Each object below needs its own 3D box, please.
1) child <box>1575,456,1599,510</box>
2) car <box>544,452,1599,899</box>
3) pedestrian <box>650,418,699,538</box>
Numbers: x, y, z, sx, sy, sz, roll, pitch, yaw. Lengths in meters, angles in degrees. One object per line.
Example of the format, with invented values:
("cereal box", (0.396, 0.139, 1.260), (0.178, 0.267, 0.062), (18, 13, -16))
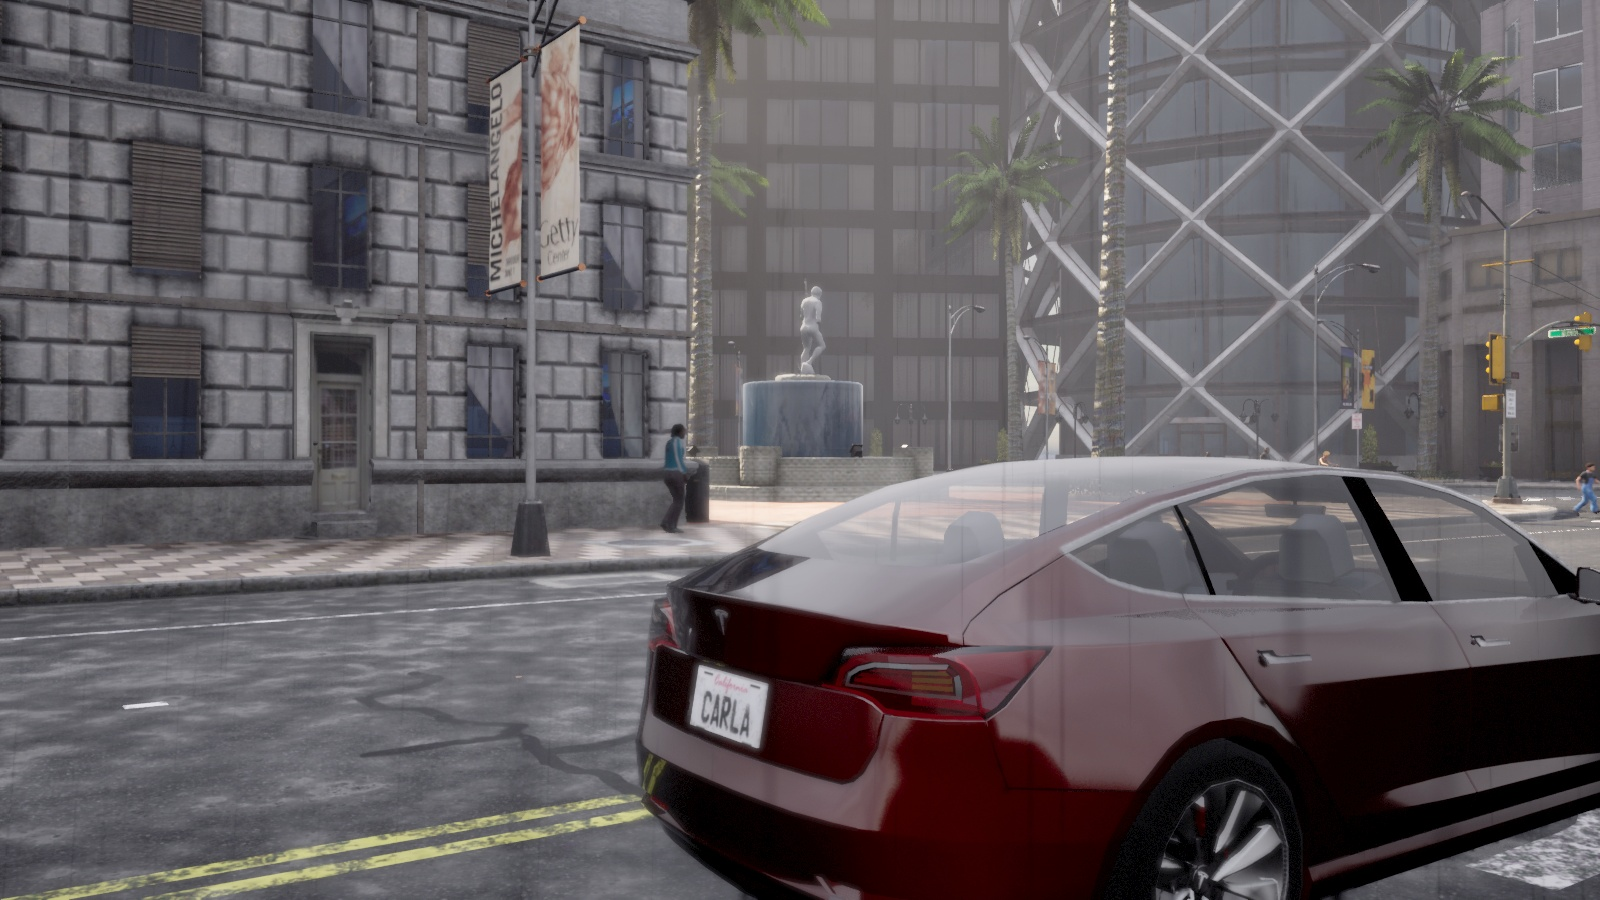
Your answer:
("child", (18.320, 0.762, 29.214), (0.270, 1.263, 0.437), (0, 0, -35))
("car", (1.700, 0.753, 4.825), (4.792, 1.488, 2.163), (0, 0, -35))
("pedestrian", (-2.066, 0.456, 20.612), (0.692, 1.930, 0.396), (0, 0, -30))
